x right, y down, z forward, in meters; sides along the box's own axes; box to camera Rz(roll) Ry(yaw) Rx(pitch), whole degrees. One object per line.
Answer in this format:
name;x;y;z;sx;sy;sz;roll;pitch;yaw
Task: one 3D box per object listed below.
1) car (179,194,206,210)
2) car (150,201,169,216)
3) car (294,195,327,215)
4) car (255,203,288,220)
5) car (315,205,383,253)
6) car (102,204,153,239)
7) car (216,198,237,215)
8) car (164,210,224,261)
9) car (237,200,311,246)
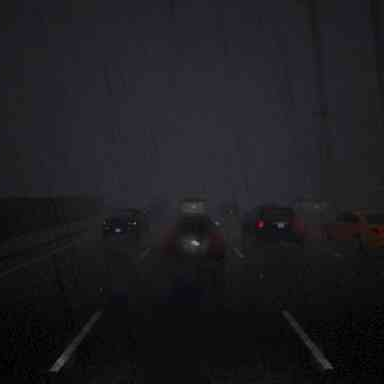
car;0.134;1.309;30.967;2.150;2.045;5.566;0;0;0
car;-3.372;1.618;32.904;1.812;1.442;4.674;0;0;0
car;10.634;1.309;30.973;2.150;2.045;5.566;0;0;0
car;7.132;1.686;30.302;1.895;1.301;4.718;0;0;0
car;7.103;1.517;13.845;1.882;1.535;5.008;0;0;0
car;-3.394;1.575;17.540;1.812;1.442;4.674;0;0;0
car;3.628;1.618;32.921;1.812;1.442;4.674;0;0;0
car;0.098;1.600;12.422;1.994;1.385;4.181;0;0;0
car;3.609;1.396;15.570;2.097;1.767;4.553;0;0;0
